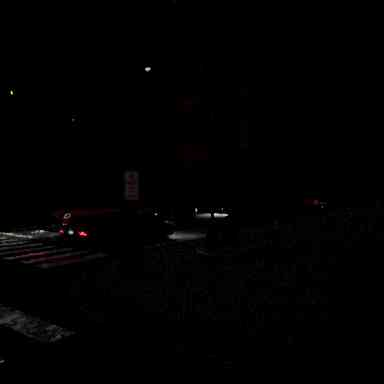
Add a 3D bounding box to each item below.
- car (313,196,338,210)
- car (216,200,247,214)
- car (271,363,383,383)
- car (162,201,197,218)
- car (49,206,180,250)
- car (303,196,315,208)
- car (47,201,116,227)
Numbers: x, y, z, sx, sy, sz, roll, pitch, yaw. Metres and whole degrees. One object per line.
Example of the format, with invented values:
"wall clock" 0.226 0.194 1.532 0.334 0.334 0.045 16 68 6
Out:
"car" 17.996 1.601 44.257 1.837 1.490 4.892 0 0 35
"car" 4.342 1.617 36.553 1.994 1.385 4.181 0 0 36
"car" 2.222 1.551 1.258 4.403 1.369 2.008 0 0 36
"car" -1.456 1.538 28.375 1.837 1.490 4.892 0 0 35
"car" -3.080 1.569 14.490 2.033 1.411 5.357 0 0 35
"car" 18.687 1.459 50.856 2.097 1.767 4.553 0 0 35
"car" -6.688 1.370 20.987 2.097 1.767 4.553 0 0 35
